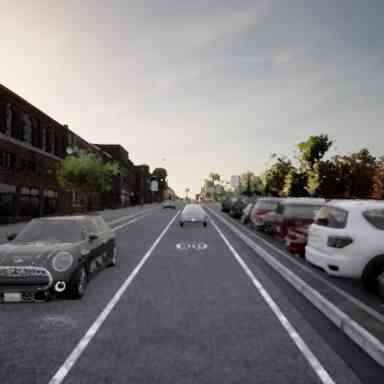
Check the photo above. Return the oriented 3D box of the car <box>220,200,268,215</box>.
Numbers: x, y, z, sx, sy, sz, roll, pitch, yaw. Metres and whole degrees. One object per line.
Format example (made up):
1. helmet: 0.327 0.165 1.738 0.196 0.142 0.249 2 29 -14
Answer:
1. car: 5.582 1.676 36.066 4.892 1.521 2.231 0 -1 0

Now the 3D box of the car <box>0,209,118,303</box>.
1. car: -3.352 1.387 8.469 2.097 1.767 4.553 0 0 0

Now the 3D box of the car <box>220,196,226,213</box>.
1. car: 5.616 1.396 33.268 5.566 2.045 2.435 0 0 0

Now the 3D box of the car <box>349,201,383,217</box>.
1. car: 18.672 1.647 33.257 5.008 1.535 2.097 0 -1 0

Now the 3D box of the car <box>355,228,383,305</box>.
1. car: 5.608 1.489 5.230 4.892 1.521 2.231 0 0 0

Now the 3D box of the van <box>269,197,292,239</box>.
1. van: 5.715 1.301 13.646 4.442 1.987 1.878 0 0 0

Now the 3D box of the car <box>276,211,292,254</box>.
1. car: 5.598 1.514 10.841 5.008 1.535 2.097 0 0 0

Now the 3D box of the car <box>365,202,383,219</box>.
1. car: 18.669 1.664 30.470 4.674 1.452 2.002 0 0 0

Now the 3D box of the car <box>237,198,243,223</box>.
1. car: 5.558 1.441 22.056 4.553 1.767 2.185 0 0 0

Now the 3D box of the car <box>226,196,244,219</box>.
1. car: 5.616 1.332 24.858 5.566 2.045 2.435 0 0 0

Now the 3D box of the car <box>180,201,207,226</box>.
1. car: 0.093 1.639 24.520 1.812 1.442 4.674 0 0 0

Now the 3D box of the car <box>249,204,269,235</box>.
1. car: 5.589 1.542 16.447 4.892 1.521 2.231 0 0 0

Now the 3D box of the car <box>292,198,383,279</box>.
1. car: 5.636 1.250 8.039 5.566 2.045 2.435 0 0 0

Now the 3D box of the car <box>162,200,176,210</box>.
1. car: -3.344 1.941 49.573 2.033 1.411 5.357 0 -1 0

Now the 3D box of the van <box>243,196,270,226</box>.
1. van: 5.476 1.328 19.253 4.442 1.987 1.878 0 0 0

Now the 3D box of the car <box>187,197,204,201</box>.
1. car: 0.089 1.620 41.038 2.097 1.767 4.553 0 -1 0
